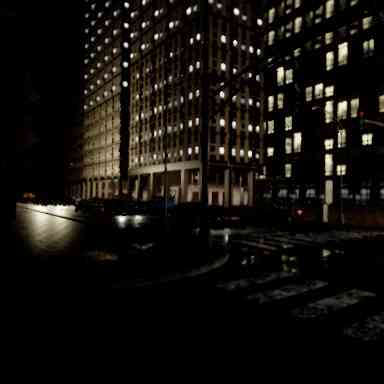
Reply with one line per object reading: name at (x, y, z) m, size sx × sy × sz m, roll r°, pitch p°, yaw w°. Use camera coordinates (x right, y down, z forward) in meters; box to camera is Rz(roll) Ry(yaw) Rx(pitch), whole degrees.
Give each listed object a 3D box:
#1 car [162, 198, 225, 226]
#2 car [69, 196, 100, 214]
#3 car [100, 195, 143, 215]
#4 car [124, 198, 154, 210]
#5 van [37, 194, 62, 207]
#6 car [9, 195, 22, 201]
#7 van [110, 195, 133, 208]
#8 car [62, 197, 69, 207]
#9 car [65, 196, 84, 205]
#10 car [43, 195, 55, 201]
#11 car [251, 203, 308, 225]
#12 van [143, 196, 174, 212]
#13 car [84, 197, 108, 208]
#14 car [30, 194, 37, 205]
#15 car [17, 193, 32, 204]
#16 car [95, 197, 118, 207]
car at (0.201, 1.404, 22.666) m, size 1.882 × 1.535 × 5.008 m, roll 1°, pitch -1°, yaw -35°
car at (-10.418, 1.410, 33.207) m, size 2.008 × 1.369 × 4.403 m, roll 1°, pitch -1°, yaw -35°
car at (-7.112, 1.386, 33.022) m, size 1.882 × 1.535 × 5.008 m, roll 1°, pitch -1°, yaw -35°
car at (-6.834, 1.554, 42.656) m, size 2.008 × 1.369 × 4.403 m, roll 1°, pitch -1°, yaw -35°
van at (-20.194, 1.180, 47.048) m, size 1.690 × 1.788 × 3.998 m, roll 1°, pitch -1°, yaw -35°
car at (-39.755, 1.361, 74.724) m, size 2.008 × 1.369 × 4.403 m, roll 1°, pitch -1°, yaw -35°
van at (-10.090, 1.337, 47.271) m, size 1.690 × 1.788 × 3.998 m, roll 1°, pitch -1°, yaw -35°
car at (-18.039, 1.435, 48.626) m, size 2.033 × 1.411 × 5.357 m, roll 1°, pitch -1°, yaw -35°
car at (-19.974, 1.460, 56.589) m, size 1.812 × 1.442 × 4.674 m, roll 1°, pitch -1°, yaw -35°
car at (-36.174, 1.540, 84.172) m, size 1.802 × 1.307 × 4.206 m, roll 1°, pitch -1°, yaw -35°
car at (6.207, 1.474, 24.205) m, size 1.967 × 1.590 × 4.097 m, roll 1°, pitch -1°, yaw -35°
van at (-3.571, 1.351, 38.045) m, size 1.690 × 1.788 × 3.998 m, roll 1°, pitch -1°, yaw -35°
car at (-13.989, 1.450, 48.212) m, size 1.837 × 1.490 × 4.892 m, roll 1°, pitch -1°, yaw -35°
car at (-23.457, 1.415, 51.659) m, size 1.802 × 1.307 × 4.206 m, roll 1°, pitch -1°, yaw -35°
car at (-29.973, 1.138, 60.887) m, size 2.192 × 1.841 × 5.009 m, roll 1°, pitch -1°, yaw -35°
car at (-13.355, 1.556, 51.881) m, size 1.947 × 1.339 × 4.313 m, roll 1°, pitch -1°, yaw -35°
